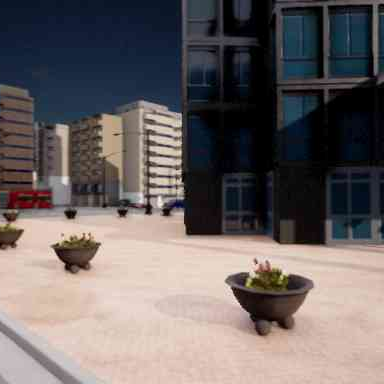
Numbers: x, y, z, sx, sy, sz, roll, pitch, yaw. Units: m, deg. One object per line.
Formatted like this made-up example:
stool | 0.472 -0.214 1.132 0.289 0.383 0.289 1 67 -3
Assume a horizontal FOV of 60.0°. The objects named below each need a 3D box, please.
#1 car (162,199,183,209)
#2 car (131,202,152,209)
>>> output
car | -3.463 2.433 67.375 2.150 2.045 5.566 -1 -2 43
car | -9.924 2.721 65.609 1.994 1.385 4.181 -1 -2 44
